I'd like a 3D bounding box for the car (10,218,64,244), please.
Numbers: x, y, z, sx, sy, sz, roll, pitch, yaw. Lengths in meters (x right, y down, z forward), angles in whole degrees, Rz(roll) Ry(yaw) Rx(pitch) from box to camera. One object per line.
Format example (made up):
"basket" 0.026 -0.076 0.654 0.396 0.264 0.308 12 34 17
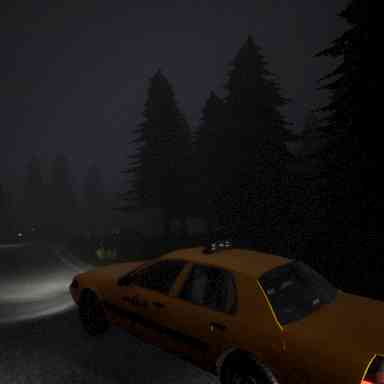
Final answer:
"car" -12.756 3.220 28.054 2.150 2.045 5.566 -4 -7 7

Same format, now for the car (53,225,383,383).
"car" 0.154 1.440 4.725 5.366 1.575 1.801 0 1 43

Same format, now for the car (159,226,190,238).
"car" -2.323 5.543 46.250 1.882 1.535 5.008 -5 -8 30

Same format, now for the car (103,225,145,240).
"car" -7.437 4.510 36.939 2.033 1.411 5.357 -4 -8 20
